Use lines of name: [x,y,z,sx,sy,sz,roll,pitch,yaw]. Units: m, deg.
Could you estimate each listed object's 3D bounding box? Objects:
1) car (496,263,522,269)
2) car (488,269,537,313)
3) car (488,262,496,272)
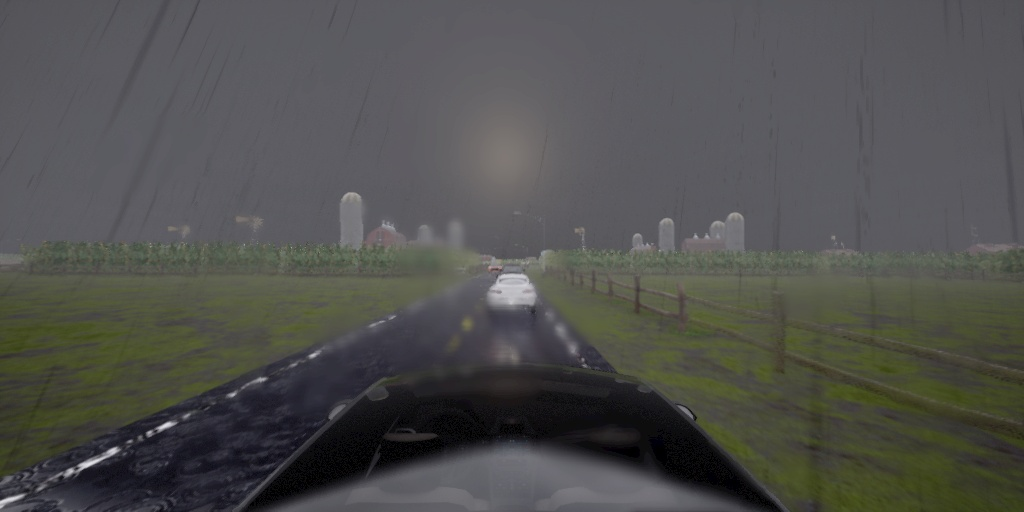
car: [0.041,1.465,29.081,2.097,1.767,4.553,0,-1,0]
car: [0.049,1.446,14.903,1.812,1.442,4.674,0,-1,0]
car: [-2.816,1.905,59.408,2.097,1.767,4.553,0,-1,0]
